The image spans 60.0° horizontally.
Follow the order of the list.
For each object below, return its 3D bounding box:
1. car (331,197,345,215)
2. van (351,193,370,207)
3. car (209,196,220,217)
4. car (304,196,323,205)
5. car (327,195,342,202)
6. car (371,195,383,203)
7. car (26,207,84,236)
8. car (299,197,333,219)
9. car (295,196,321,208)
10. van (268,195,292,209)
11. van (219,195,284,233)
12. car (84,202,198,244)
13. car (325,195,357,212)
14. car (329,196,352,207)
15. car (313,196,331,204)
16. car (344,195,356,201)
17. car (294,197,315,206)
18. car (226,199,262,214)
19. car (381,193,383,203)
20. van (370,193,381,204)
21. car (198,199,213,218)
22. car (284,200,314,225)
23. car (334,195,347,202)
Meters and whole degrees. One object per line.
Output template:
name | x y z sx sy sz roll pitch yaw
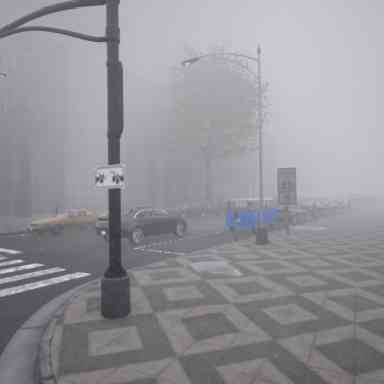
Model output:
car | 12.892 1.408 31.557 1.802 1.307 4.206 -1 0 36
van | 22.378 1.127 44.737 1.690 1.788 3.998 -1 0 36
car | 2.601 1.307 31.857 2.192 1.841 5.009 -1 0 36
car | 21.046 1.440 57.472 1.752 1.417 4.829 -1 -1 36
car | 30.004 1.432 69.914 2.008 1.369 4.403 -1 -1 36
car | 35.032 1.304 62.309 1.947 1.339 4.313 -1 -1 36
car | -6.772 1.564 18.843 1.752 1.417 4.829 -1 0 36
car | 9.729 1.385 27.163 1.887 1.381 4.507 -1 0 36
car | 15.976 1.386 45.707 2.128 1.511 4.902 -1 -1 36
van | 11.872 1.292 44.734 1.690 1.788 3.998 -1 0 36
van | 3.401 1.212 18.379 1.690 1.788 3.998 -1 0 36
car | -2.156 1.429 15.387 2.128 1.511 4.902 -1 -1 36
car | 16.055 1.363 35.950 2.008 1.369 4.403 -1 0 36
car | 21.819 1.376 48.686 2.033 1.411 5.357 -1 -1 36
car | 24.236 1.453 61.902 2.008 1.369 4.403 -1 -1 36
car | 39.547 1.401 83.169 2.008 1.369 4.403 -1 -1 36
car | 18.055 1.492 53.317 1.947 1.339 4.313 -1 0 36
car | 5.695 1.529 36.148 2.008 1.369 4.403 -1 0 36
car | 31.968 1.274 58.053 1.752 1.417 4.829 -1 -1 36
van | 28.703 1.102 53.524 1.690 1.788 3.998 -1 -1 36
car | -0.486 1.552 27.563 1.887 1.381 4.507 -1 0 36
car | 6.566 1.422 22.770 1.947 1.339 4.313 -1 0 36
car | 33.185 1.415 74.332 1.887 1.381 4.507 -1 -1 36
